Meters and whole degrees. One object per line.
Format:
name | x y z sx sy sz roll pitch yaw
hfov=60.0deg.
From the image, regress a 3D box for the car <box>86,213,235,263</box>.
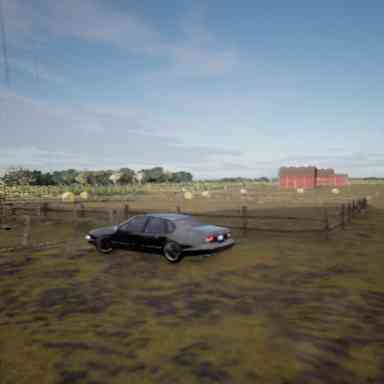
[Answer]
car | -1.242 1.452 11.538 5.357 1.411 2.033 0 0 33
